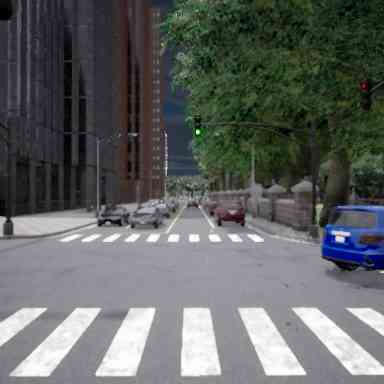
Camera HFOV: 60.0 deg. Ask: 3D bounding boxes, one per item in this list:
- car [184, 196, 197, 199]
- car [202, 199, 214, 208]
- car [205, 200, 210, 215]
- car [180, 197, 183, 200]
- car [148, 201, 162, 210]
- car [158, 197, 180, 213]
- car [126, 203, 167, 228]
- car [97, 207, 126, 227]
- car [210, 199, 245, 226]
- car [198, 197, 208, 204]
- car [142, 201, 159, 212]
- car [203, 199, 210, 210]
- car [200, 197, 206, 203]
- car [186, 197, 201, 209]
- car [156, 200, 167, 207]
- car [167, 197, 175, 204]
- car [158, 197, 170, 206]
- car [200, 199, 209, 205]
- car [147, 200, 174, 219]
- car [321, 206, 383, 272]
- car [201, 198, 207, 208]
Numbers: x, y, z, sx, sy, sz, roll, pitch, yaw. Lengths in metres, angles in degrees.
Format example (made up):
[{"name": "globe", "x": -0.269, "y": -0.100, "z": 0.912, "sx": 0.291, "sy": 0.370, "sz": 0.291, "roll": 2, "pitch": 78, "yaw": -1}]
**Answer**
[{"name": "car", "x": 0.005, "y": 2.105, "z": 65.588, "sx": 2.128, "sy": 1.511, "sz": 4.902, "roll": 0, "pitch": -1, "yaw": 0}, {"name": "car", "x": 2.766, "y": 1.977, "z": 57.751, "sx": 1.967, "sy": 1.590, "sz": 4.097, "roll": 0, "pitch": -1, "yaw": 0}, {"name": "car", "x": 2.765, "y": 1.894, "z": 35.924, "sx": 1.947, "sy": 1.339, "sz": 4.313, "roll": 0, "pitch": -1, "yaw": 0}, {"name": "car", "x": -3.029, "y": 1.985, "z": 53.181, "sx": 2.128, "sy": 1.511, "sz": 4.902, "roll": 0, "pitch": -1, "yaw": 0}, {"name": "car", "x": -5.759, "y": 2.067, "z": 52.287, "sx": 1.802, "sy": 1.307, "sz": 4.206, "roll": 0, "pitch": -1, "yaw": 0}, {"name": "car", "x": -3.081, "y": 1.746, "z": 42.791, "sx": 2.097, "sy": 1.767, "sz": 4.553, "roll": 0, "pitch": -1, "yaw": 0}, {"name": "car", "x": -3.136, "y": 1.739, "z": 23.904, "sx": 1.812, "sy": 1.442, "sz": 4.674, "roll": 0, "pitch": -1, "yaw": 1}, {"name": "car", "x": -5.761, "y": 1.790, "z": 25.003, "sx": 1.947, "sy": 1.339, "sz": 4.313, "roll": 0, "pitch": -1, "yaw": 0}, {"name": "car", "x": 2.765, "y": 1.539, "z": 25.014, "sx": 2.192, "sy": 1.841, "sz": 5.009, "roll": 0, "pitch": -1, "yaw": 0}, {"name": "car", "x": 2.767, "y": 2.121, "z": 85.033, "sx": 2.192, "sy": 1.841, "sz": 5.009, "roll": 0, "pitch": -1, "yaw": 0}, {"name": "car", "x": -5.760, "y": 2.014, "z": 46.830, "sx": 1.802, "sy": 1.307, "sz": 4.206, "roll": 0, "pitch": -1, "yaw": 0}, {"name": "car", "x": 2.765, "y": 1.931, "z": 41.380, "sx": 2.008, "sy": 1.369, "sz": 4.403, "roll": 0, "pitch": -1, "yaw": 0}, {"name": "car", "x": 2.766, "y": 1.925, "z": 52.294, "sx": 1.967, "sy": 1.590, "sz": 4.097, "roll": 0, "pitch": -1, "yaw": 0}, {"name": "car", "x": 0.103, "y": 2.017, "z": 55.196, "sx": 1.837, "sy": 1.490, "sz": 4.892, "roll": 0, "pitch": -1, "yaw": 0}, {"name": "car", "x": -5.759, "y": 2.171, "z": 63.201, "sx": 1.802, "sy": 1.307, "sz": 4.206, "roll": 0, "pitch": -1, "yaw": 0}, {"name": "car", "x": -5.757, "y": 2.301, "z": 90.486, "sx": 1.967, "sy": 1.590, "sz": 4.097, "roll": 0, "pitch": -1, "yaw": 0}, {"name": "car", "x": -5.758, "y": 1.957, "z": 68.660, "sx": 2.192, "sy": 1.841, "sz": 5.009, "roll": 0, "pitch": -1, "yaw": 0}, {"name": "car", "x": 2.767, "y": 2.223, "z": 74.288, "sx": 1.752, "sy": 1.417, "sz": 4.829, "roll": 0, "pitch": -1, "yaw": 0}, {"name": "car", "x": -3.096, "y": 1.826, "z": 33.055, "sx": 1.812, "sy": 1.442, "sz": 4.674, "roll": 0, "pitch": -1, "yaw": 0}, {"name": "car", "x": 6.602, "y": 1.459, "z": 10.009, "sx": 5.566, "sy": 2.045, "sz": 2.150, "roll": 2, "pitch": -2, "yaw": -19}, {"name": "car", "x": 2.766, "y": 1.983, "z": 46.837, "sx": 2.008, "sy": 1.369, "sz": 4.403, "roll": 0, "pitch": -1, "yaw": 0}]
